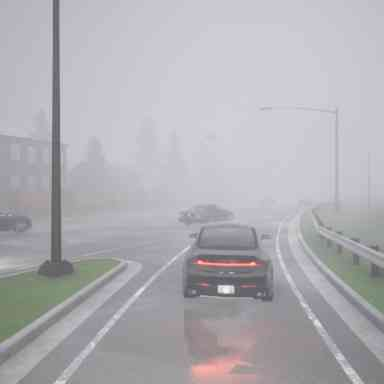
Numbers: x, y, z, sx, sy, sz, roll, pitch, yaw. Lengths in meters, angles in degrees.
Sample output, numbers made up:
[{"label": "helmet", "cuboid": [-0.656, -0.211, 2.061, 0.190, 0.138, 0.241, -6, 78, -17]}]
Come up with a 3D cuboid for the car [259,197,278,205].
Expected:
[{"label": "car", "cuboid": [13.092, 1.545, 57.068, 2.033, 1.411, 5.357, 0, 0, 31]}]

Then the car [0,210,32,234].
[{"label": "car", "cuboid": [-10.713, 1.491, 17.060, 2.128, 1.511, 4.902, 0, 0, 31]}]

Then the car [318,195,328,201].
[{"label": "car", "cuboid": [30.860, 1.474, 80.291, 1.882, 1.535, 5.008, 0, 0, 31]}]

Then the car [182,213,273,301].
[{"label": "car", "cuboid": [0.928, 1.505, 8.388, 1.837, 1.490, 4.892, 0, 0, 7]}]

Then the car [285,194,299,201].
[{"label": "car", "cuboid": [24.844, 1.473, 83.870, 1.882, 1.535, 5.008, 0, 0, 31]}]

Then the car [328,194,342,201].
[{"label": "car", "cuboid": [34.705, 1.352, 79.908, 2.097, 1.767, 4.553, 0, 0, 31]}]

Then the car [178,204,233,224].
[{"label": "car", "cuboid": [1.114, 1.547, 23.228, 2.033, 1.411, 5.357, 0, 0, 31]}]

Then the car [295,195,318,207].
[{"label": "car", "cuboid": [17.508, 1.524, 50.748, 1.812, 1.442, 4.674, 0, 0, 30]}]
